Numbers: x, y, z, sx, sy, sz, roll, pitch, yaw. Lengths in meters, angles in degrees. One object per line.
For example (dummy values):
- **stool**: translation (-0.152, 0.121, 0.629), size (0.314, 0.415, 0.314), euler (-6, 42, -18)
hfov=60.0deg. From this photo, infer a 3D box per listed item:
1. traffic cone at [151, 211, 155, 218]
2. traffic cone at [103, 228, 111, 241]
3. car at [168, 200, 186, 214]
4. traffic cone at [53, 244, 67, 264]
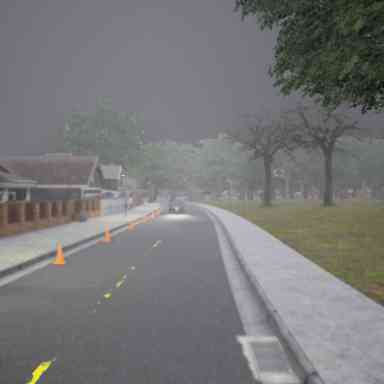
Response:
- **traffic cone**: translation (-3.553, 2.063, 30.530), size (0.340, 0.580, 0.340), euler (0, 0, 0)
- **traffic cone**: translation (-3.982, 1.989, 15.652), size (0.340, 0.580, 0.340), euler (0, 0, 3)
- **car**: translation (-1.708, 1.656, 38.203), size (2.128, 1.511, 4.902), euler (0, 0, -2)
- **traffic cone**: translation (-4.214, 1.974, 10.621), size (0.340, 0.580, 0.340), euler (0, 0, 2)
